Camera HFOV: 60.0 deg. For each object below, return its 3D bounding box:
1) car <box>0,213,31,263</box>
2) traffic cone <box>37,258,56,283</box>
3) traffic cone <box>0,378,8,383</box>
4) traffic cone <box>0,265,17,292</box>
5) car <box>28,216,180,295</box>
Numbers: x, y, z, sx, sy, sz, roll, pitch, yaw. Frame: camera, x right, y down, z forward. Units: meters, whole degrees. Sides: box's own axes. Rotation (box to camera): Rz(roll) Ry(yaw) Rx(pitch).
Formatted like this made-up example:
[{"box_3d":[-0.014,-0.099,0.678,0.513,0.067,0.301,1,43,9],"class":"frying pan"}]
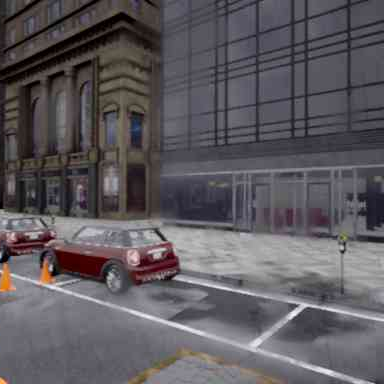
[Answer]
[{"box_3d":[-6.892,1.549,12.435,4.097,1.590,1.967,0,-1,37],"class":"car"},{"box_3d":[-3.814,2.037,8.707,0.340,0.580,0.340,0,-1,37],"class":"traffic cone"},{"box_3d":[-2.410,1.990,3.908,0.340,0.580,0.340,0,-1,37],"class":"traffic cone"},{"box_3d":[-4.414,2.024,7.906,0.340,0.580,0.340,0,-1,37],"class":"traffic cone"},{"box_3d":[-2.378,1.535,9.056,4.097,1.590,1.967,0,-1,37],"class":"car"}]
